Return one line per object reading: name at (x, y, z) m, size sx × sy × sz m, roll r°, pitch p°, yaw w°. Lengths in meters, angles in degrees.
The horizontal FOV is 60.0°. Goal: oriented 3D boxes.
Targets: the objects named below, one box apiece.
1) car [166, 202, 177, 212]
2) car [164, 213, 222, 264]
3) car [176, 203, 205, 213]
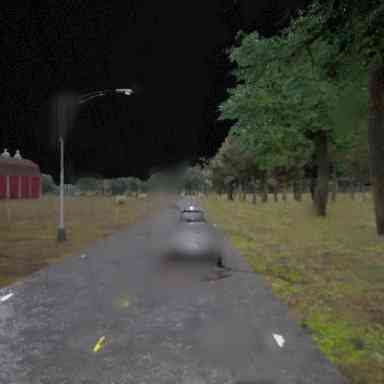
car at (-2.831, 2.223, 49.953) m, size 1.895 × 1.301 × 4.718 m, roll 0°, pitch -1°, yaw 0°
car at (0.051, 1.728, 12.563) m, size 1.994 × 1.385 × 4.181 m, roll 0°, pitch -1°, yaw 0°
car at (0.050, 1.845, 27.340) m, size 2.128 × 1.511 × 4.902 m, roll 0°, pitch -1°, yaw 1°
